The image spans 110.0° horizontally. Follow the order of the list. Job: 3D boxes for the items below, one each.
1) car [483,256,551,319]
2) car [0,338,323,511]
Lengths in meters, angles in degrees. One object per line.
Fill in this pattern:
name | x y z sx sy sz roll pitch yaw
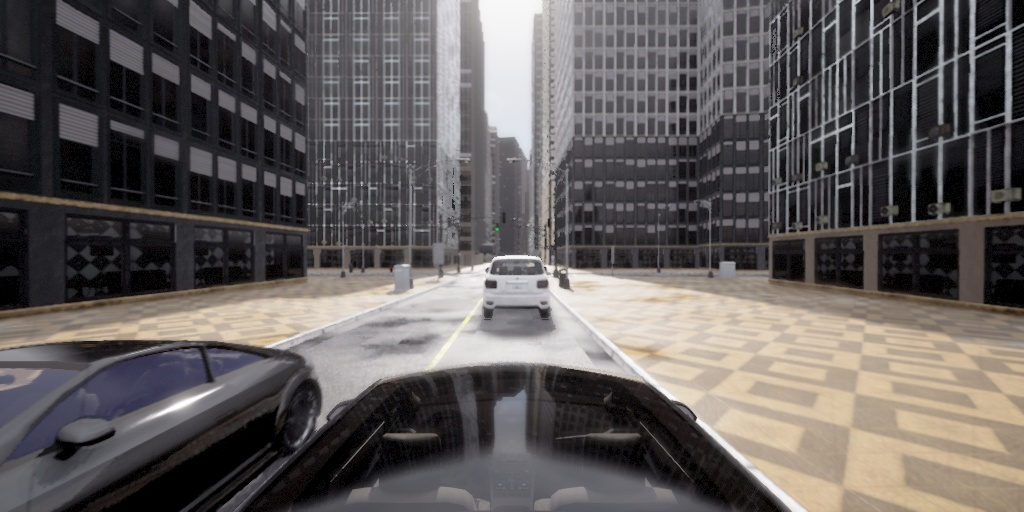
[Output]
car | 0.161 1.033 13.266 2.150 2.045 5.566 0 -1 0
car | -3.101 1.316 2.287 1.994 1.385 4.181 0 0 0
